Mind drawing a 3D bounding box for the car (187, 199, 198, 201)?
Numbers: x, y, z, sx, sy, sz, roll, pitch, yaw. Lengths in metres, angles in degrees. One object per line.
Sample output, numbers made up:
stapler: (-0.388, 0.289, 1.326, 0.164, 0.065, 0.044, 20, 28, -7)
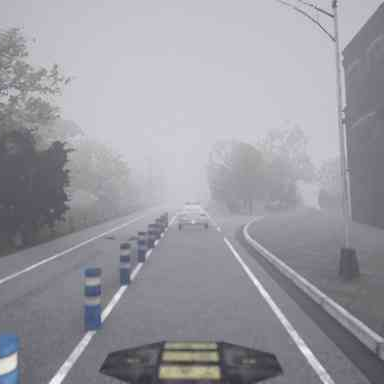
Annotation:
car: (0.101, 1.649, 40.605, 1.882, 1.535, 5.008, 0, 0, 0)

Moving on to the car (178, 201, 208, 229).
car: (0.070, 1.564, 22.141, 1.812, 1.442, 4.674, -2, 0, 0)
